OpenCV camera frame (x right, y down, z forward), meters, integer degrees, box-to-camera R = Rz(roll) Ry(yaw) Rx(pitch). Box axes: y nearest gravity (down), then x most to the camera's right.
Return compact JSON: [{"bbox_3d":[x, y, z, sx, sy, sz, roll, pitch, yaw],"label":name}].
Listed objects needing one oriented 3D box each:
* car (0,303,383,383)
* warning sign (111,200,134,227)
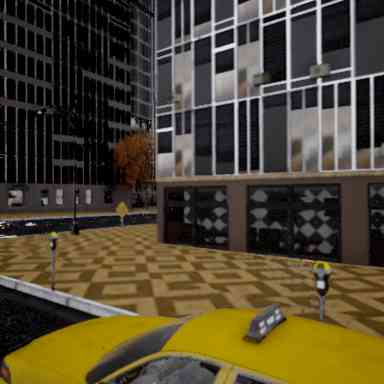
[{"bbox_3d":[0.307,1.533,2.501,4.829,1.417,1.752,0,0,35],"label":"car"},{"bbox_3d":[-5.104,1.578,24.415,1.300,1.860,1.060,1,0,33],"label":"warning sign"}]
